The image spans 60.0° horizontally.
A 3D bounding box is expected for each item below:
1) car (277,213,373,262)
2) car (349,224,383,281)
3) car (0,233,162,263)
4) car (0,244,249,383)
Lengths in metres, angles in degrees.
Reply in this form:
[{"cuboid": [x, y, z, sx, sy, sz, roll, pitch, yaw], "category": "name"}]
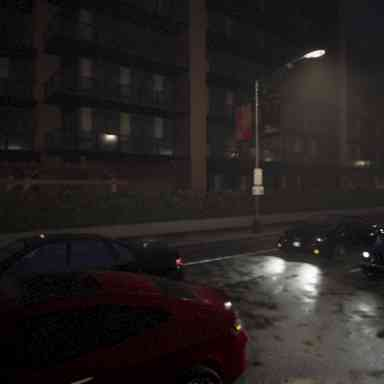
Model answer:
[{"cuboid": [4.996, 1.480, 11.829, 4.181, 1.385, 1.994, 0, 0, -35], "category": "car"}, {"cuboid": [6.214, 1.524, 8.404, 4.718, 1.301, 1.895, -1, 0, -36], "category": "car"}, {"cuboid": [-2.677, 1.538, 6.379, 5.357, 1.411, 2.033, -1, 0, -35], "category": "car"}, {"cuboid": [-1.536, 1.524, 2.891, 4.674, 1.442, 1.812, 0, 0, -35], "category": "car"}]
